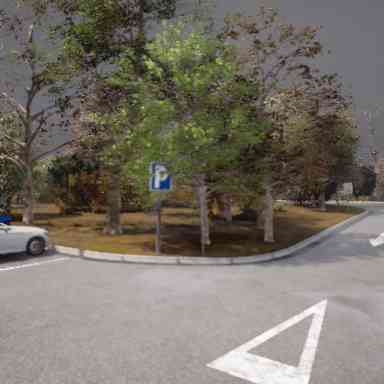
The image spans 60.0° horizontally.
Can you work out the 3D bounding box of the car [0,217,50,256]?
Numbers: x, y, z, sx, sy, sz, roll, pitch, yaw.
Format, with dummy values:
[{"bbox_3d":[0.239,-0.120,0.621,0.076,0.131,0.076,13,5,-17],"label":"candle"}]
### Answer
[{"bbox_3d":[-7.026,1.501,10.827,2.002,1.452,4.674,0,0,36],"label":"car"}]
